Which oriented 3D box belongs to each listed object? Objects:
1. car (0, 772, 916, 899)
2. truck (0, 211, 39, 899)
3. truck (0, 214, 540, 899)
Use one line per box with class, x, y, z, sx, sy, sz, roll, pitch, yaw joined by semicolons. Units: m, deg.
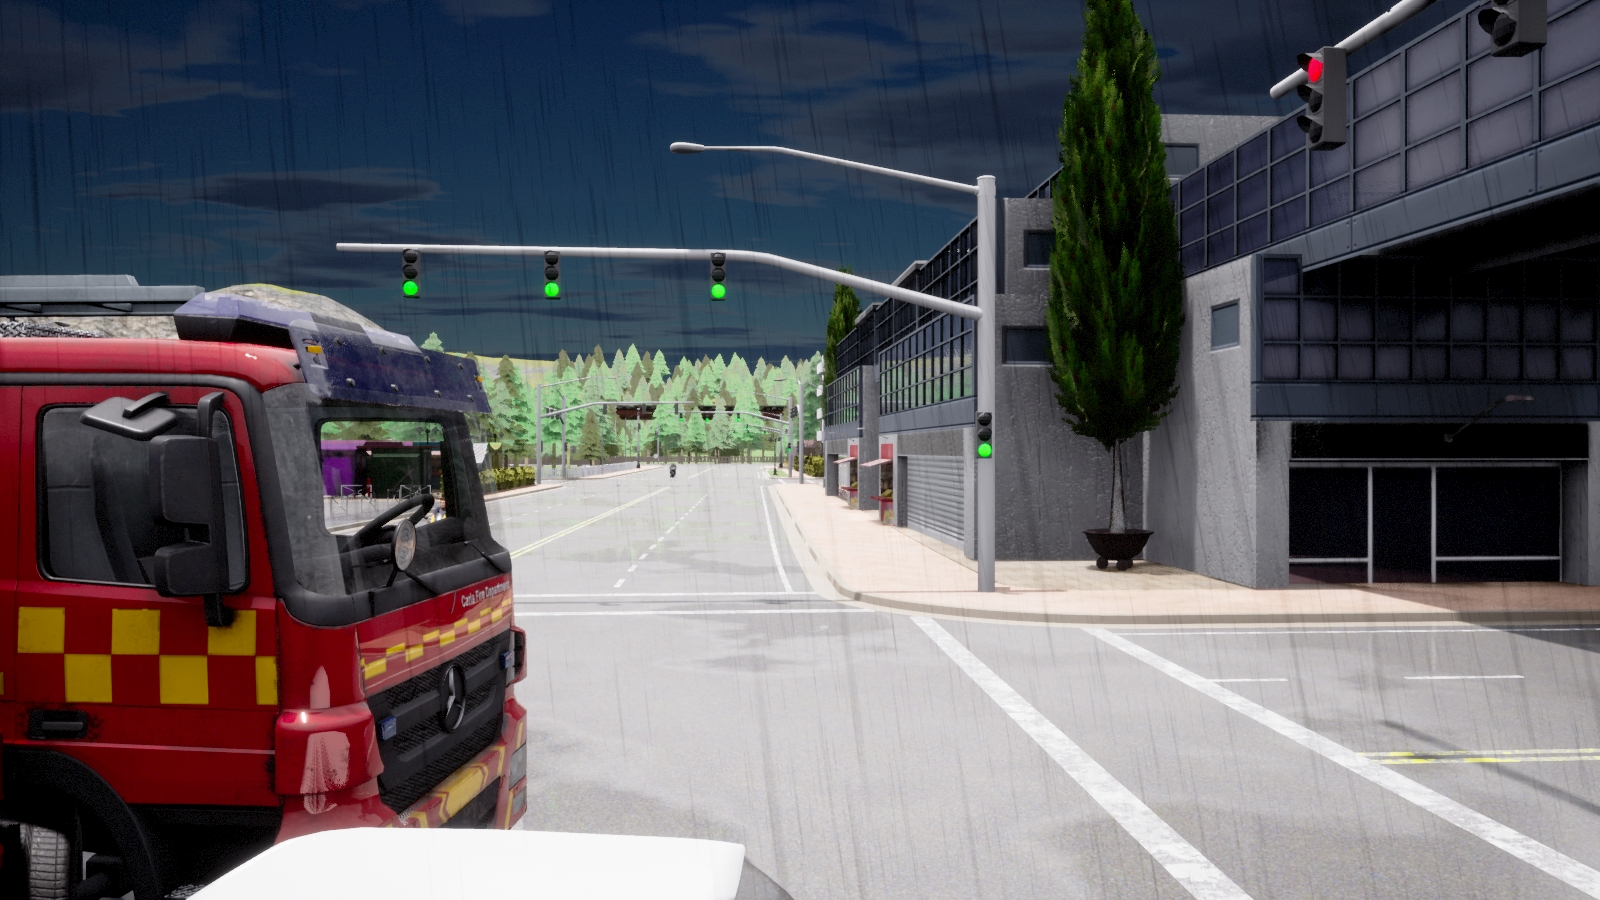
car;-1.549;2.065;3.579;3.806;1.475;1.970;0;0;5
truck;-7.587;0.890;3.490;8.468;3.827;2.891;0;0;-3
truck;-6.102;0.890;6.659;8.468;3.827;2.891;0;0;4
